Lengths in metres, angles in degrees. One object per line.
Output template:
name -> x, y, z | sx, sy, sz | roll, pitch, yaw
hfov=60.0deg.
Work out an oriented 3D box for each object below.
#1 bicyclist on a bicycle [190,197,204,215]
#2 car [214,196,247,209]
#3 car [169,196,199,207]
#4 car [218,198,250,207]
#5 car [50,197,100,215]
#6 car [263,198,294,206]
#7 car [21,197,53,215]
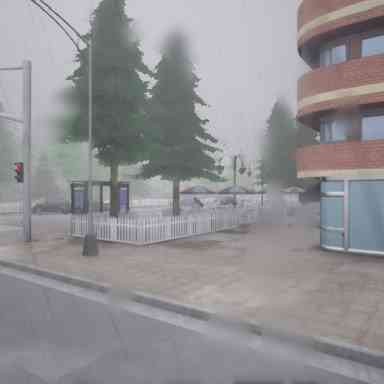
bicyclist on a bicycle -> 0.404, 1.245, 27.328 | 1.656, 1.620, 0.582 | 0, 0, 36
car -> 4.640, 1.296, 40.326 | 2.097, 1.767, 4.553 | 0, 0, 43
car -> -1.115, 1.422, 49.568 | 5.008, 1.535, 1.882 | 0, 0, -41
car -> 6.502, 1.545, 51.119 | 4.718, 1.301, 1.895 | 0, 0, -33
car -> -10.582, 1.491, 32.569 | 2.033, 1.411, 5.357 | 0, 0, 36
car -> 13.332, 1.545, 50.766 | 4.718, 1.301, 1.895 | 0, 0, -26
car -> -14.465, 1.296, 33.123 | 2.097, 1.767, 4.553 | 0, 0, 36
